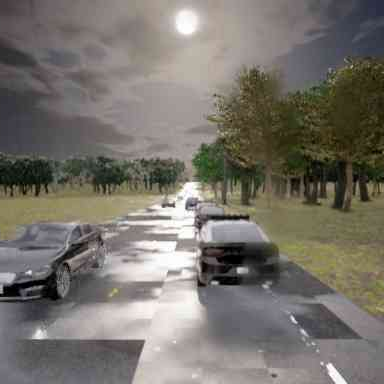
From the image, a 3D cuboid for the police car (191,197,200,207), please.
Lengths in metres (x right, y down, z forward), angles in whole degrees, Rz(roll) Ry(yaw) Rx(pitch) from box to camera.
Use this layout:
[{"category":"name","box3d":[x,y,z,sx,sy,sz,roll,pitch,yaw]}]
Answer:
[{"category":"police car","box3d":[1.090,1.482,25.523,1.930,1.638,5.238,0,0,0]}]

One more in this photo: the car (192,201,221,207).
[{"category":"car","box3d":[1.080,1.513,19.412,1.882,1.535,5.008,0,0,0]}]

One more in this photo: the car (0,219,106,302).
[{"category":"car","box3d":[-3.588,1.501,8.468,2.128,1.511,4.902,0,0,0]}]

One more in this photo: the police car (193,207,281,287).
[{"category":"police car","box3d":[1.064,1.437,9.520,1.930,1.638,5.238,0,0,0]}]

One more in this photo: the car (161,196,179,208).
[{"category":"car","box3d":[-3.510,1.709,50.367,1.994,1.385,4.181,0,0,0]}]

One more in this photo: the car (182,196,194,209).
[{"category":"car","box3d":[0.113,1.490,47.395,2.097,1.767,4.553,0,0,1]}]

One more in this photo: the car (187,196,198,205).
[{"category":"car","box3d":[0.100,1.638,62.045,1.882,1.535,5.008,0,0,0]}]
